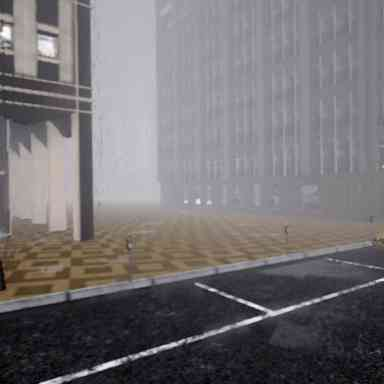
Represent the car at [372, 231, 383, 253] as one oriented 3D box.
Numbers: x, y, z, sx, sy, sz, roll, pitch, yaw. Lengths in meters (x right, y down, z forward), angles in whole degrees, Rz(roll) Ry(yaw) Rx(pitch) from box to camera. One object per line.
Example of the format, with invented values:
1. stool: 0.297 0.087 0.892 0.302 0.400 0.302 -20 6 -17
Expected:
1. car: 8.717 1.575 12.768 4.829 1.417 1.752 0 -1 -35
